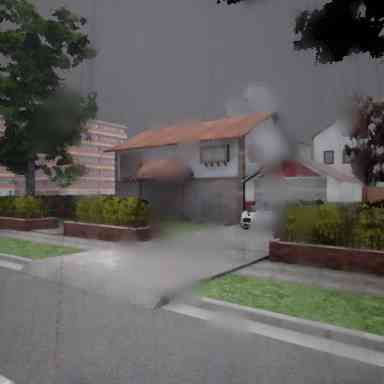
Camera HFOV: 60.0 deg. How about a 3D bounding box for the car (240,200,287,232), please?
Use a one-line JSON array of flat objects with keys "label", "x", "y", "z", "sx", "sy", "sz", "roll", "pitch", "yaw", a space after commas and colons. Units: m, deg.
[{"label": "car", "x": 4.085, "y": 1.168, "z": 17.390, "sx": 1.970, "sy": 1.475, "sz": 3.806, "roll": 0, "pitch": 0, "yaw": 36}]
